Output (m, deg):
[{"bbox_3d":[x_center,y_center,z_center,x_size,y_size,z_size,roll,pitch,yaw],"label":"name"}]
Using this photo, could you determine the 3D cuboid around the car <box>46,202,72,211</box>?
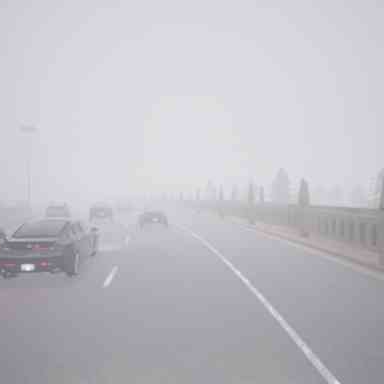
[{"bbox_3d":[-11.718,1.628,29.330,2.128,1.511,4.902,0,0,-17],"label":"car"}]

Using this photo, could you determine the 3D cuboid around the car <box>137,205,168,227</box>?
[{"bbox_3d":[-2.818,1.607,23.292,1.812,1.442,4.674,0,0,-12],"label":"car"}]

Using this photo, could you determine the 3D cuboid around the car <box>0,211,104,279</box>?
[{"bbox_3d":[-4.167,1.553,10.334,1.837,1.490,4.892,0,0,-6],"label":"car"}]

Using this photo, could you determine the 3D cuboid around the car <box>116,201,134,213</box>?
[{"bbox_3d":[-8.317,1.718,40.356,1.994,1.385,4.181,0,0,-22],"label":"car"}]

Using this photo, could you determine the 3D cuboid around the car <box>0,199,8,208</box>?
[{"bbox_3d":[-28.840,1.739,49.730,1.994,1.385,4.181,0,0,-33],"label":"car"}]

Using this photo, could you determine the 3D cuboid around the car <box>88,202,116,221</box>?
[{"bbox_3d":[-7.795,1.595,28.499,1.882,1.535,5.008,0,0,-16],"label":"car"}]
